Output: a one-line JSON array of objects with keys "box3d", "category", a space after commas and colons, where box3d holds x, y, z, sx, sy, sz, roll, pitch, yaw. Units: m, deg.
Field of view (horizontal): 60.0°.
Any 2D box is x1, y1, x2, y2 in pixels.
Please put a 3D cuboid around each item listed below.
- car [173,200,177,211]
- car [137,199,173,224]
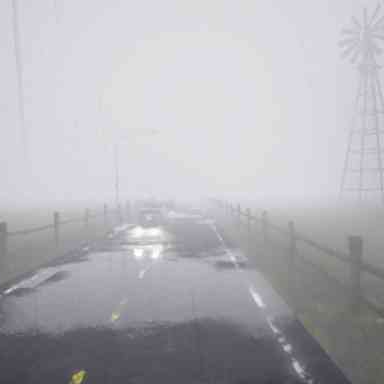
[{"box3d": [-2.779, 1.538, 39.605, 1.994, 1.385, 4.181, 0, 0, 0], "category": "car"}, {"box3d": [-2.785, 1.451, 24.147, 2.128, 1.511, 4.902, 0, 0, 0], "category": "car"}]
